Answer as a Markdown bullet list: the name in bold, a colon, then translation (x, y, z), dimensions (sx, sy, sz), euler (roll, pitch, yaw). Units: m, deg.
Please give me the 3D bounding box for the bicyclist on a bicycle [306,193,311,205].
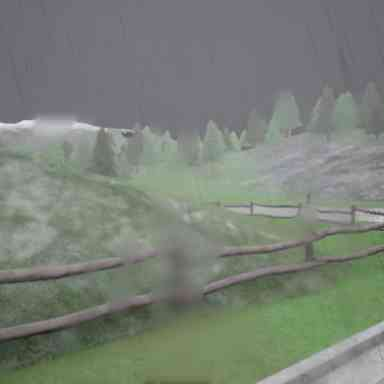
- **bicyclist on a bicycle**: translation (15.691, 1.001, 44.807), dimensions (0.582, 1.620, 1.656), euler (0, 1, 34)
